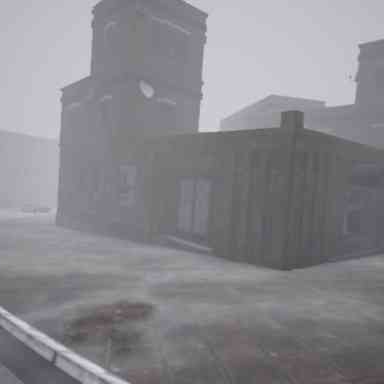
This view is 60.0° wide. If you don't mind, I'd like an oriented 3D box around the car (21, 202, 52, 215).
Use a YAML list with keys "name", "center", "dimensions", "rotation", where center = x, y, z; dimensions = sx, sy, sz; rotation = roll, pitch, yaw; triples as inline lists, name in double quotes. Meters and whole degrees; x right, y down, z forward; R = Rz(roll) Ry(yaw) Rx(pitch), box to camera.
- name: "car"
  center: [-20.364, 2.129, 43.807]
  dimensions: [2.128, 1.511, 4.902]
  rotation: [4, -2, 6]
